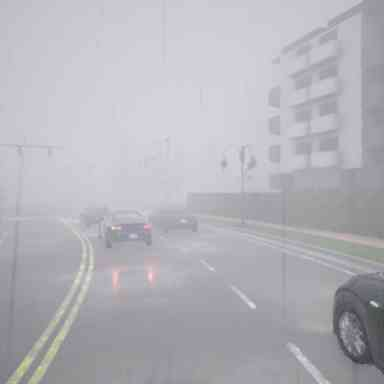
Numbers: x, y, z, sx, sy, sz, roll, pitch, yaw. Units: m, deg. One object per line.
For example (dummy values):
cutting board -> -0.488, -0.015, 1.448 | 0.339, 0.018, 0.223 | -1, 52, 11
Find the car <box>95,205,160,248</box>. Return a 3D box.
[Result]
car -> -3.005, 1.496, 14.656 | 1.812, 1.442, 4.674 | 0, 0, -21

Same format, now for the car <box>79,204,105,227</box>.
car -> -6.470, 1.530, 22.695 | 1.994, 1.385, 4.181 | 0, 0, -25

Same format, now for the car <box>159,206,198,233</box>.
car -> -1.221, 1.505, 19.397 | 1.994, 1.385, 4.181 | 0, 0, -22

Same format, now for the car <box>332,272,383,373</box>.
car -> 3.178, 1.319, 2.992 | 2.097, 1.767, 4.553 | -1, 0, -4
